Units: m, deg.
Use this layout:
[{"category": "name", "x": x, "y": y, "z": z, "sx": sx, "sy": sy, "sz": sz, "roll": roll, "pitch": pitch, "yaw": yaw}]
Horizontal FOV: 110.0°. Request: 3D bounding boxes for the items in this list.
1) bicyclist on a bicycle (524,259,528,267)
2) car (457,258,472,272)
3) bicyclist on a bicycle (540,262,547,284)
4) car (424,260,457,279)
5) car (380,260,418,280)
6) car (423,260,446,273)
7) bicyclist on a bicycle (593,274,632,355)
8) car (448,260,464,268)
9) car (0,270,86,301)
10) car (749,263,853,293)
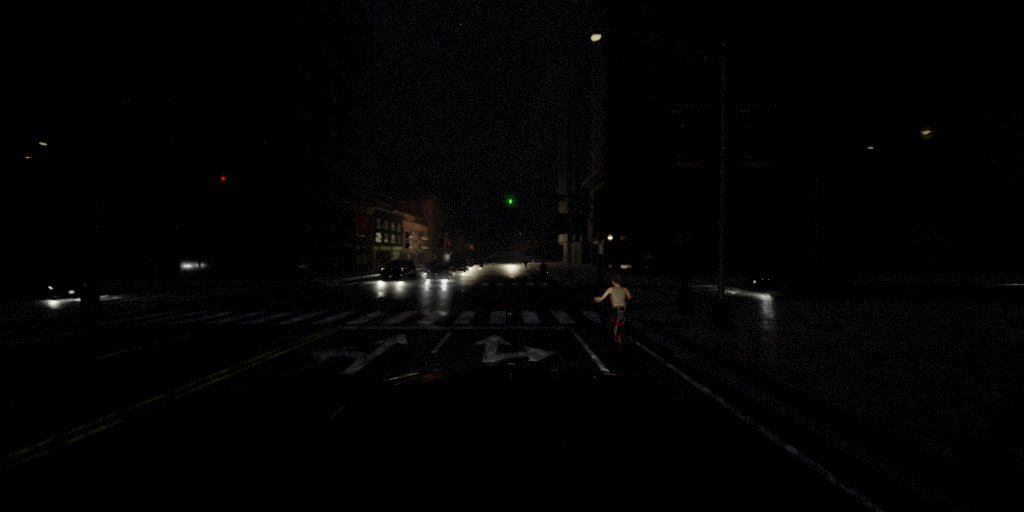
[{"category": "bicyclist on a bicycle", "x": 2.262, "y": 1.213, "z": 57.966, "sx": 0.866, "sy": 1.612, "sz": 1.509, "roll": 0, "pitch": 0, "yaw": 0}, {"category": "car", "x": -6.581, "y": 1.272, "z": 45.497, "sx": 1.837, "sy": 1.490, "sz": 4.892, "roll": 0, "pitch": 2, "yaw": 0}, {"category": "bicyclist on a bicycle", "x": 2.250, "y": 1.213, "z": 25.562, "sx": 0.582, "sy": 1.620, "sz": 1.656, "roll": 0, "pitch": 0, "yaw": 0}, {"category": "car", "x": -6.582, "y": 1.291, "z": 33.151, "sx": 1.812, "sy": 1.442, "sz": 4.674, "roll": 0, "pitch": 0, "yaw": -1}, {"category": "car", "x": -9.884, "y": 1.117, "z": 31.545, "sx": 2.097, "sy": 1.767, "sz": 4.553, "roll": 0, "pitch": 0, "yaw": 2}, {"category": "car", "x": -9.827, "y": 1.250, "z": 45.729, "sx": 1.882, "sy": 1.535, "sz": 5.008, "roll": 0, "pitch": 0, "yaw": 0}, {"category": "bicyclist on a bicycle", "x": 2.215, "y": 1.187, "z": 7.705, "sx": 0.866, "sy": 1.612, "sz": 1.509, "roll": 0, "pitch": 0, "yaw": 0}, {"category": "car", "x": -9.761, "y": 1.342, "z": 62.701, "sx": 1.994, "sy": 1.385, "sz": 4.181, "roll": 0, "pitch": 0, "yaw": 1}, {"category": "car", "x": -24.259, "y": 1.397, "z": 17.608, "sx": 5.357, "sy": 1.411, "sz": 2.033, "roll": 0, "pitch": 1, "yaw": 0}, {"category": "car", "x": 15.677, "y": 1.154, "z": 19.614, "sx": 4.892, "sy": 1.490, "sz": 1.837, "roll": 0, "pitch": 1, "yaw": 0}]
